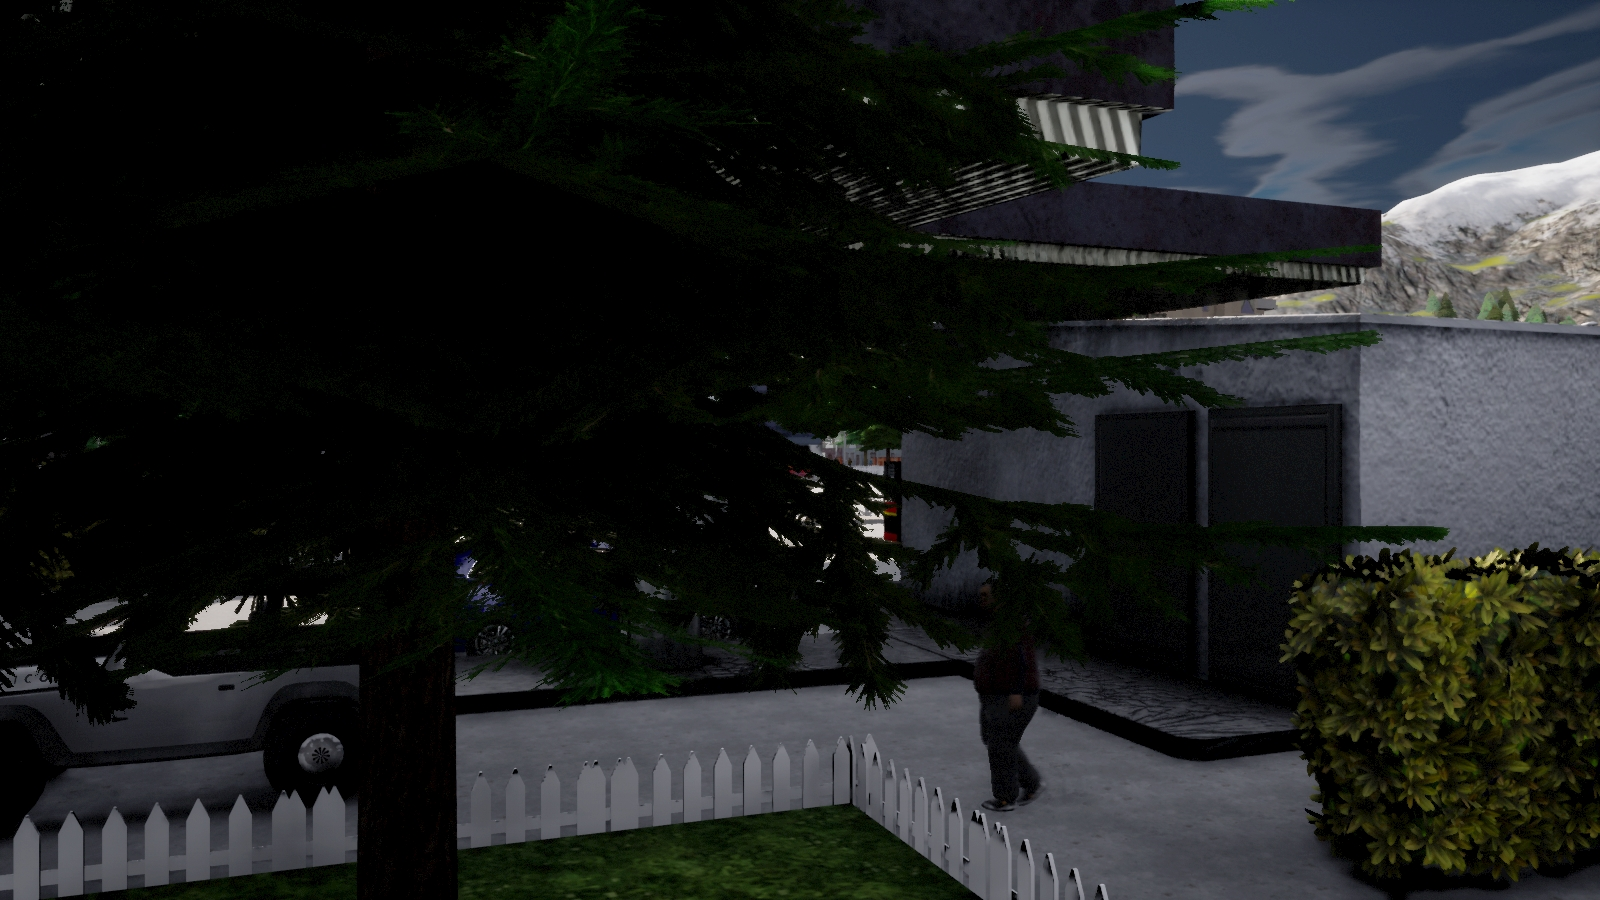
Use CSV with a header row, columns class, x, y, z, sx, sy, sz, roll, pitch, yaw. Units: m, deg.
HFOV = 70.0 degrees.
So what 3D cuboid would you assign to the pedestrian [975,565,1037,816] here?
class,x,y,z,sx,sy,sz,roll,pitch,yaw
pedestrian,1.597,1.844,8.866,0.375,1.860,0.375,0,0,-8
